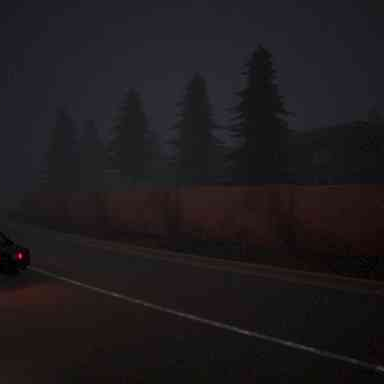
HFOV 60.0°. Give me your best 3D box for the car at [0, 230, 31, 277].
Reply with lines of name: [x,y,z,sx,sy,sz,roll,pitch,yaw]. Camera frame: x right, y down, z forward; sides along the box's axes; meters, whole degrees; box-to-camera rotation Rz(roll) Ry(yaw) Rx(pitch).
car: [-6.474,1.676,9.459,4.718,1.301,1.895,0,0,42]
